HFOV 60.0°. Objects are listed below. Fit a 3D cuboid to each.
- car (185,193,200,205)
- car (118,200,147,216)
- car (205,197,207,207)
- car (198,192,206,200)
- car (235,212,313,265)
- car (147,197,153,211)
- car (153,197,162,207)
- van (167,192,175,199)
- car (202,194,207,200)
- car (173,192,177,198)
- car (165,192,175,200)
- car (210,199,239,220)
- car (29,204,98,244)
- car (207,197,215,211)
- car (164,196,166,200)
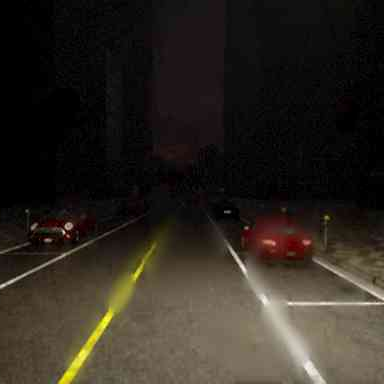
[{"bbox_3d":[0.017,1.389,54.539,1.812,1.442,4.674,0,0,0],"label":"car"},{"bbox_3d":[-5.762,1.481,31.451,1.887,1.381,4.507,-1,0,0],"label":"car"},{"bbox_3d":[2.765,1.471,37.350,2.008,1.369,4.403,-1,0,0],"label":"car"},{"bbox_3d":[2.779,1.279,80.109,1.752,1.417,4.829,-1,0,0],"label":"car"},{"bbox_3d":[2.757,1.561,11.337,1.802,1.307,4.206,-1,0,0],"label":"car"},{"bbox_3d":[-5.760,1.504,36.828,1.802,1.307,4.206,-1,0,0],"label":"car"},{"bbox_3d":[-5.757,1.440,47.584,2.008,1.369,4.403,-1,0,0],"label":"car"},{"bbox_3d":[-5.744,1.038,91.293,1.690,1.788,3.998,-1,0,0],"label":"van"},{"bbox_3d":[2.768,1.412,47.926,1.752,1.417,4.829,-1,0,0],"label":"car"},{"bbox_3d":[-5.747,1.041,85.612,2.192,1.841,5.009,-1,0,0],"label":"car"},{"bbox_3d":[-5.745,1.337,79.933,1.802,1.307,4.206,-1,0,0],"label":"car"},{"bbox_3d":[2.762,1.513,26.944,1.947,1.339,4.313,-1,0,0],"label":"car"},{"bbox_3d":[-5.769,1.412,15.316,1.967,1.590,4.097,-1,0,0],"label":"car"},{"bbox_3d":[2.763,1.500,32.148,1.947,1.339,4.313,-1,0,0],"label":"car"},{"bbox_3d":[-5.755,1.435,52.963,1.947,1.339,4.313,-1,0,0],"label":"car"}]
